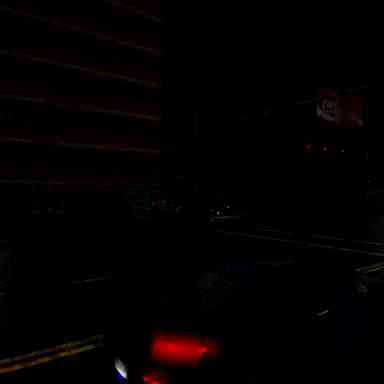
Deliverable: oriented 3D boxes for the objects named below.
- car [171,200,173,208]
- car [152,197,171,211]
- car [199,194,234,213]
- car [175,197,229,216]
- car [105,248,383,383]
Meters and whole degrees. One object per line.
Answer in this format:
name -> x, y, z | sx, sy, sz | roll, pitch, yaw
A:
car -> -3.703, 1.563, 44.817 | 1.994, 1.385, 4.181 | 0, 0, -35
car -> -4.935, 1.352, 40.524 | 2.097, 1.767, 4.553 | 0, 0, -36
car -> 2.148, 1.222, 36.675 | 2.150, 2.045, 5.566 | 0, 0, -36
car -> 0.848, 1.547, 32.489 | 2.033, 1.411, 5.357 | 0, 0, -36
car -> 1.180, 1.526, 4.581 | 4.674, 1.442, 1.812 | 0, 0, -36
